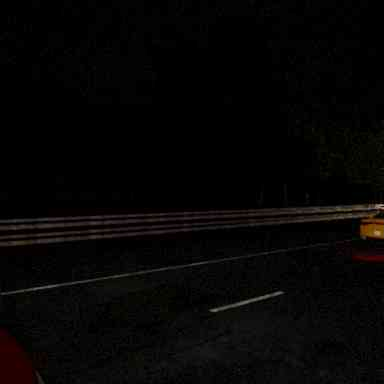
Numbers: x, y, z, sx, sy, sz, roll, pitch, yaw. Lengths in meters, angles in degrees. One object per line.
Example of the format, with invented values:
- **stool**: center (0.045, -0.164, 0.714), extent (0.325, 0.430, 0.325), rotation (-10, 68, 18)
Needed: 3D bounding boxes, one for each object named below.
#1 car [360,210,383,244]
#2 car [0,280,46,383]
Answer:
- **car**: center (9.501, 1.506, 14.869), extent (5.008, 1.535, 1.882), rotation (0, 0, -36)
- **car**: center (-3.152, 1.590, 1.493), extent (4.718, 1.301, 1.895), rotation (0, 0, -36)
